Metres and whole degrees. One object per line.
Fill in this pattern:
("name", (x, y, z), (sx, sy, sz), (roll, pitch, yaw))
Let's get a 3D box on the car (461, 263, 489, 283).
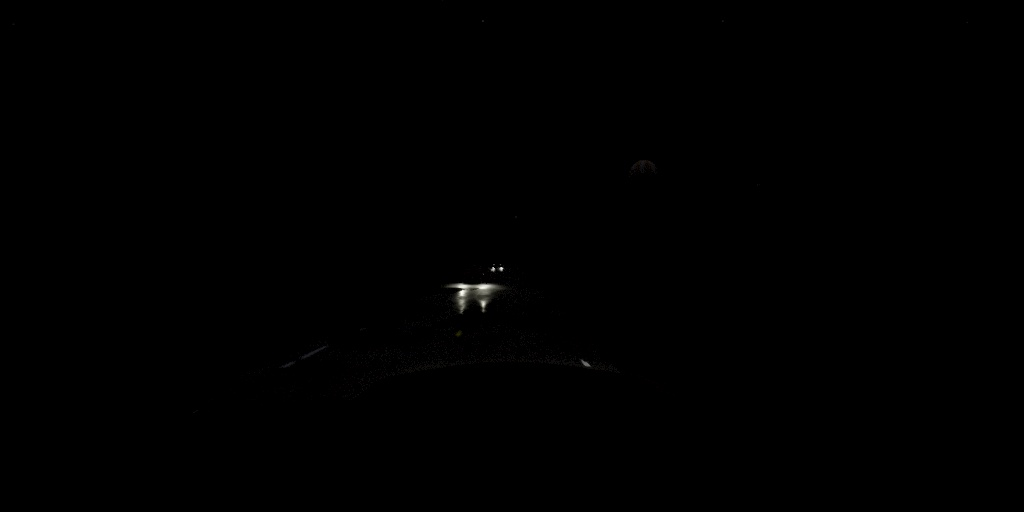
("car", (-2.847, 1.295, 28.493), (1.882, 1.535, 5.008), (0, 0, 0))
